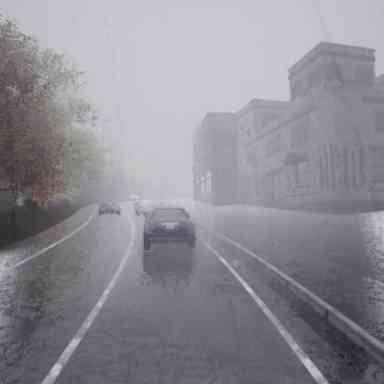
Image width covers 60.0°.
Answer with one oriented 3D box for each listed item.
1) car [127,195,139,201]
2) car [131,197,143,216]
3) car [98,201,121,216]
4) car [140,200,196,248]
[{"bbox_3d":[-12.689,1.298,72.779,1.812,1.442,4.674,-1,0,7],"label":"car"},{"bbox_3d":[-4.648,1.536,32.902,1.812,1.442,4.674,1,0,-14],"label":"car"},{"bbox_3d":[-7.789,1.517,31.482,1.994,1.385,4.181,1,0,-14],"label":"car"},{"bbox_3d":[-1.116,1.386,15.064,2.097,1.767,4.553,0,0,-7],"label":"car"}]
